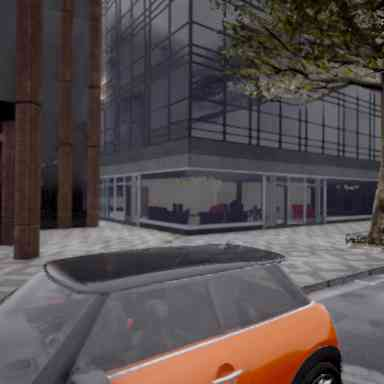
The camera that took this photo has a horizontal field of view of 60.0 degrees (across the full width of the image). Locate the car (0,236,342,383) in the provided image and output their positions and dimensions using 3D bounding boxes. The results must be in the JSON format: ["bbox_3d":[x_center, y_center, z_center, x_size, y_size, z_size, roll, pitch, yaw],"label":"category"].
[{"bbox_3d":[-0.763,1.358,2.832,4.553,1.767,2.097,0,0,-35],"label":"car"}]
